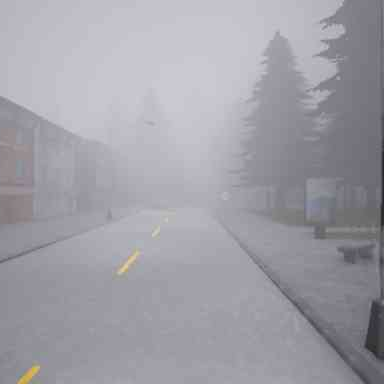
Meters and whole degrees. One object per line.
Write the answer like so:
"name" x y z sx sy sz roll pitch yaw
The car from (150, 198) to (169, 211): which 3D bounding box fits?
"car" -4.052 1.566 42.173 1.837 1.490 4.892 -2 0 5
